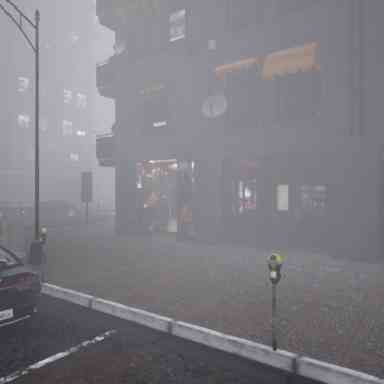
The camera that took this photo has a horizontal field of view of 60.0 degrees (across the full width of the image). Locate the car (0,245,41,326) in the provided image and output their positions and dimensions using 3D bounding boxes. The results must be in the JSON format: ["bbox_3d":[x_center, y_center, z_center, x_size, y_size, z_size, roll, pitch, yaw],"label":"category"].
[{"bbox_3d":[-4.503,1.551,6.078,4.403,1.369,2.008,0,0,35],"label":"car"}]

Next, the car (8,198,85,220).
[{"bbox_3d":[-11.116,1.283,25.826,1.837,1.490,4.892,0,1,35],"label":"car"}]

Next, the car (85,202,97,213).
[{"bbox_3d":[-10.996,1.250,30.509,1.752,1.417,4.829,1,1,35],"label":"car"}]

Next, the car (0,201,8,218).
[{"bbox_3d":[-14.082,1.350,26.081,2.008,1.369,4.403,1,1,35],"label":"car"}]
